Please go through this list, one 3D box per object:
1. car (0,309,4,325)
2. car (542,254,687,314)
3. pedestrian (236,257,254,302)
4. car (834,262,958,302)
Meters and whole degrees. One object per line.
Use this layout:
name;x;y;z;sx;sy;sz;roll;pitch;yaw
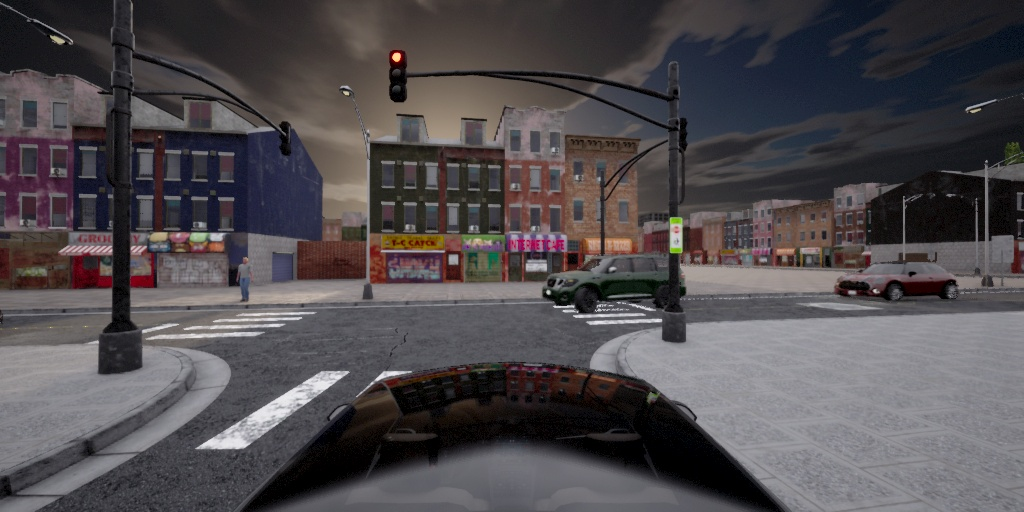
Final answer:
car;-15.411;1.277;8.354;4.902;1.511;2.128;0;0;-8
car;3.958;0.965;13.792;5.566;2.045;2.150;0;-1;-17
pedestrian;-11.107;0.945;14.948;0.375;1.860;0.375;0;0;-9
car;17.530;1.061;16.486;4.553;1.767;2.097;0;0;-9
